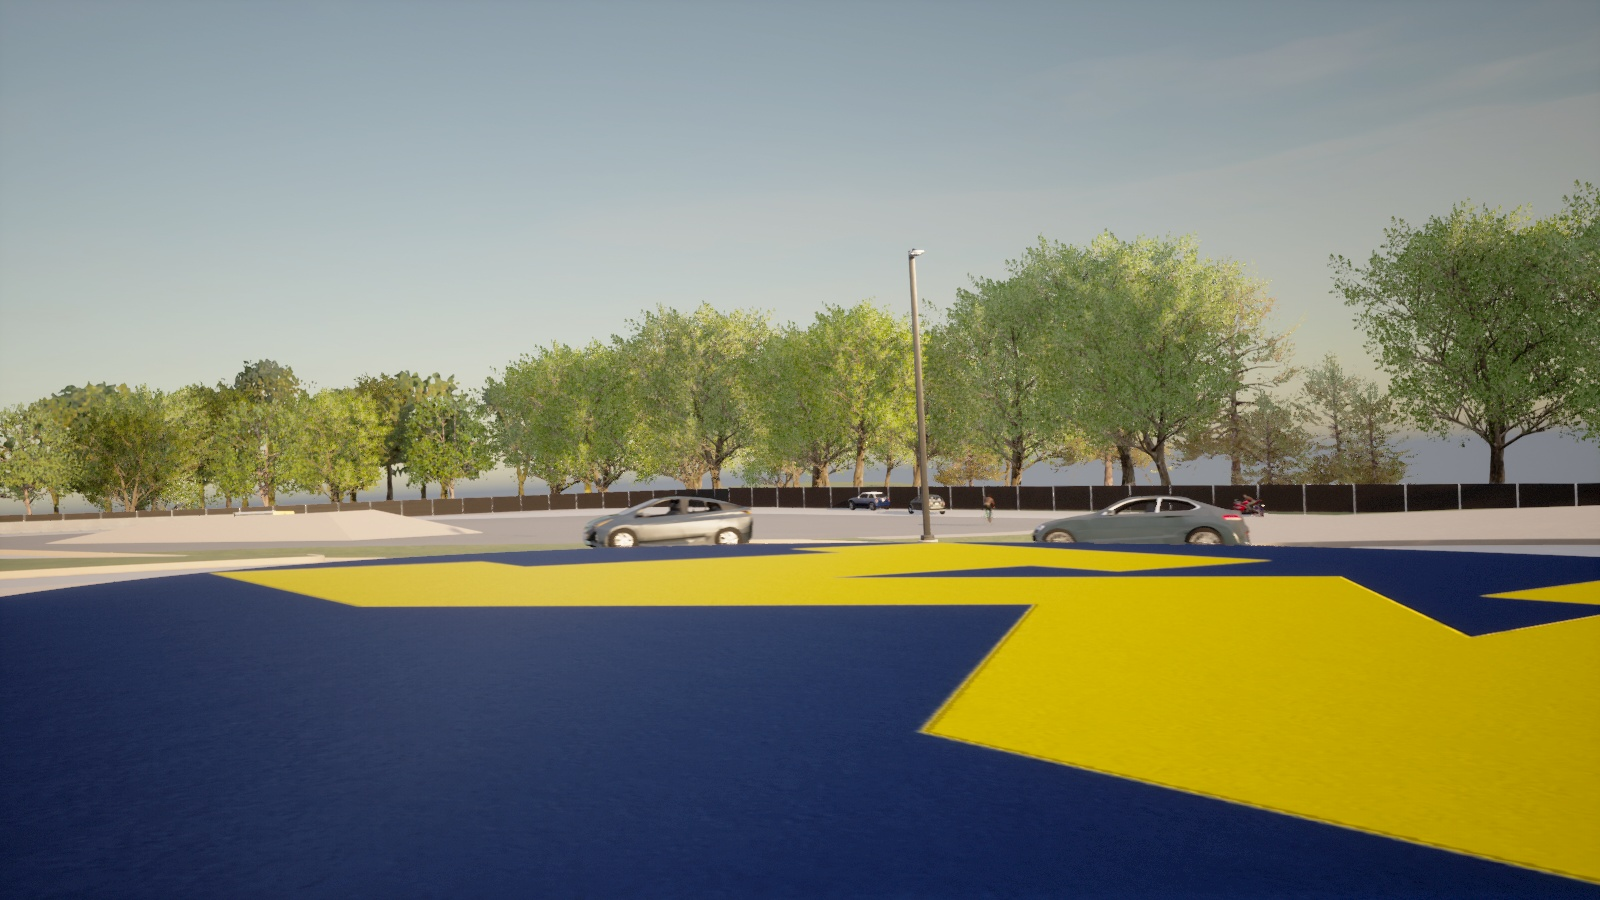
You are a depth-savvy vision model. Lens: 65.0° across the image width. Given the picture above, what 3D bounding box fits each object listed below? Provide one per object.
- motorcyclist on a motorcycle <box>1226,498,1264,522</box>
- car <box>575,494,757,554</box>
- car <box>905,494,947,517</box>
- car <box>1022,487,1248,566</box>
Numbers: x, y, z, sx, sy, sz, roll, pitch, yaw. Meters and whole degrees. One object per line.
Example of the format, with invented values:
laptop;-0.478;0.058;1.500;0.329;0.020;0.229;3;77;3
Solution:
motorcyclist on a motorcycle;29.483;3.944;83.175;2.191;1.530;0.866;-1;0;38
car;-3.599;1.941;33.588;4.514;1.525;2.007;1;-2;-19
car;9.710;4.268;96.967;1.789;1.549;3.705;-1;0;-20
car;7.994;1.846;29.980;5.027;1.651;2.152;-1;-8;19
